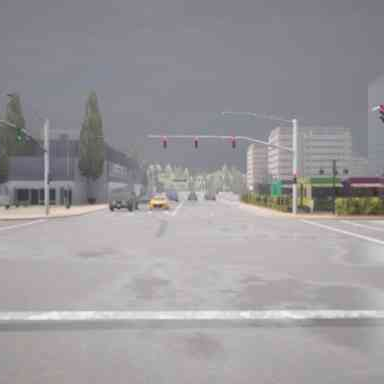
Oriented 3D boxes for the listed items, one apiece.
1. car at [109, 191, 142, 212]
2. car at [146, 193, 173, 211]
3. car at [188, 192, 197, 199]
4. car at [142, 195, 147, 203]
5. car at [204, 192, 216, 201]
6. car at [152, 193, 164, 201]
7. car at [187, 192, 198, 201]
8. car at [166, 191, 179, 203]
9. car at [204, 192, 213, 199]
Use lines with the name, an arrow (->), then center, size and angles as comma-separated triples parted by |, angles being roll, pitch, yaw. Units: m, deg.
car -> -7.028, 0.940, 34.734 | 2.150, 2.045, 5.566 | 0, 0, 0
car -> -3.519, 1.180, 36.786 | 1.882, 1.535, 5.008 | 0, 1, 0
car -> 0.147, 0.770, 74.615 | 1.837, 1.490, 4.892 | 0, 0, 0
car -> -6.984, 1.160, 49.732 | 1.994, 1.385, 4.181 | 0, 1, 0
car -> 3.627, 0.972, 64.336 | 2.128, 1.511, 4.902 | 0, 0, 0
car -> -6.871, 0.935, 67.686 | 1.882, 1.535, 5.008 | 0, 0, 0
car -> 0.127, 0.972, 64.343 | 2.128, 1.511, 4.902 | 0, 0, 0
car -> -3.435, 0.766, 56.606 | 2.150, 2.045, 5.566 | 0, 0, 1
car -> 3.647, 0.794, 74.610 | 1.812, 1.442, 4.674 | 0, 0, 0
